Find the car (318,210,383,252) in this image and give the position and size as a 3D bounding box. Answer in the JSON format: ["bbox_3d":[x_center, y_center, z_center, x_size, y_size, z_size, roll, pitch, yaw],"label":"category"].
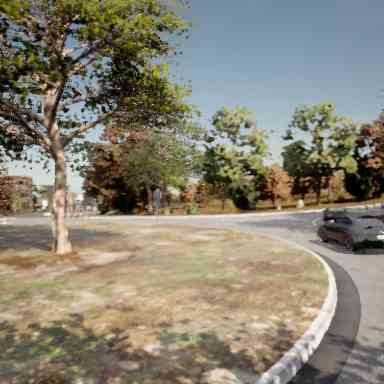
[{"bbox_3d":[7.160,1.707,14.600,1.994,1.385,4.181,-1,-1,-1],"label":"car"}]

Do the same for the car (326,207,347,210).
[{"bbox_3d":[12.052,1.889,27.833,1.895,1.301,4.718,-1,-1,20],"label":"car"}]
